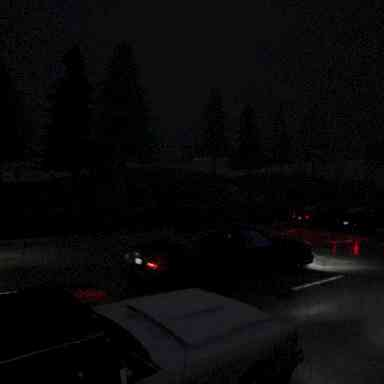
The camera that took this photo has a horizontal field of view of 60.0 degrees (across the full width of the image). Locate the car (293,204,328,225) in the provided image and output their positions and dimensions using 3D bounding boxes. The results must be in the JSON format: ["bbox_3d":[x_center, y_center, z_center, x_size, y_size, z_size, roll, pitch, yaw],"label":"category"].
[{"bbox_3d":[8.886,1.526,22.961,4.674,1.442,1.812,0,0,-35],"label":"car"}]

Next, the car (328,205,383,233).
[{"bbox_3d":[10.381,1.525,19.730,4.674,1.442,1.812,0,0,-35],"label":"car"}]

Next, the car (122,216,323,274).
[{"bbox_3d":[0.868,1.547,8.653,5.357,1.411,2.033,0,0,-36],"label":"car"}]

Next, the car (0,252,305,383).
[{"bbox_3d":[-1.147,1.601,2.926,4.718,1.301,1.895,0,0,-35],"label":"car"}]
